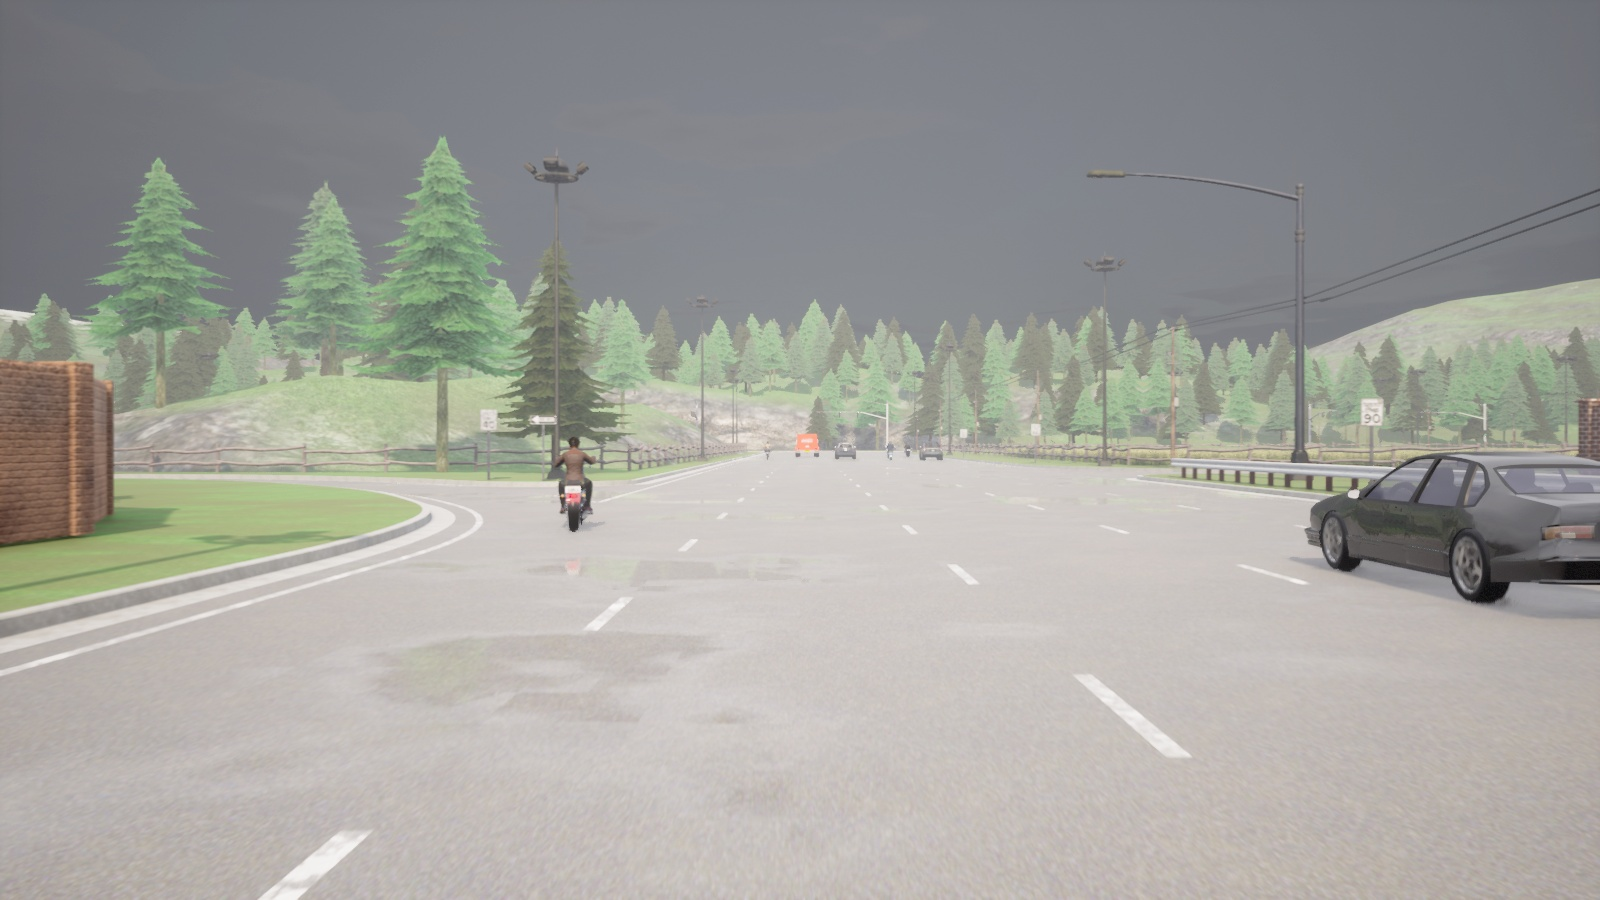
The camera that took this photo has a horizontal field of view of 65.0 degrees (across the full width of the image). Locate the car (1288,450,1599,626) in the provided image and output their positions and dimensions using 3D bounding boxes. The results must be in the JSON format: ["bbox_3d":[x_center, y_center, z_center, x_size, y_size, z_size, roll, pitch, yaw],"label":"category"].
[{"bbox_3d":[7.089,0.727,12.967,2.033,1.411,5.357,0,0,0],"label":"car"}]

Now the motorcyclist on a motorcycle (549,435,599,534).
[{"bbox_3d":[-3.971,0.568,22.207,0.766,1.649,2.350,-1,0,-8],"label":"motorcyclist on a motorcycle"}]
